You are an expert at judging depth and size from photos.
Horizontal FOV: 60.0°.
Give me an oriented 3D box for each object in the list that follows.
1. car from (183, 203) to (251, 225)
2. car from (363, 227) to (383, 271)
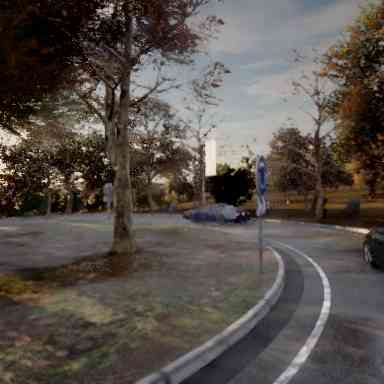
[{"bbox_3d":[1.686,1.525,24.070,2.033,1.411,5.357,-1,0,-44],"label":"car"},{"bbox_3d":[5.815,1.296,8.156,2.097,1.767,4.553,-1,0,14],"label":"car"}]
